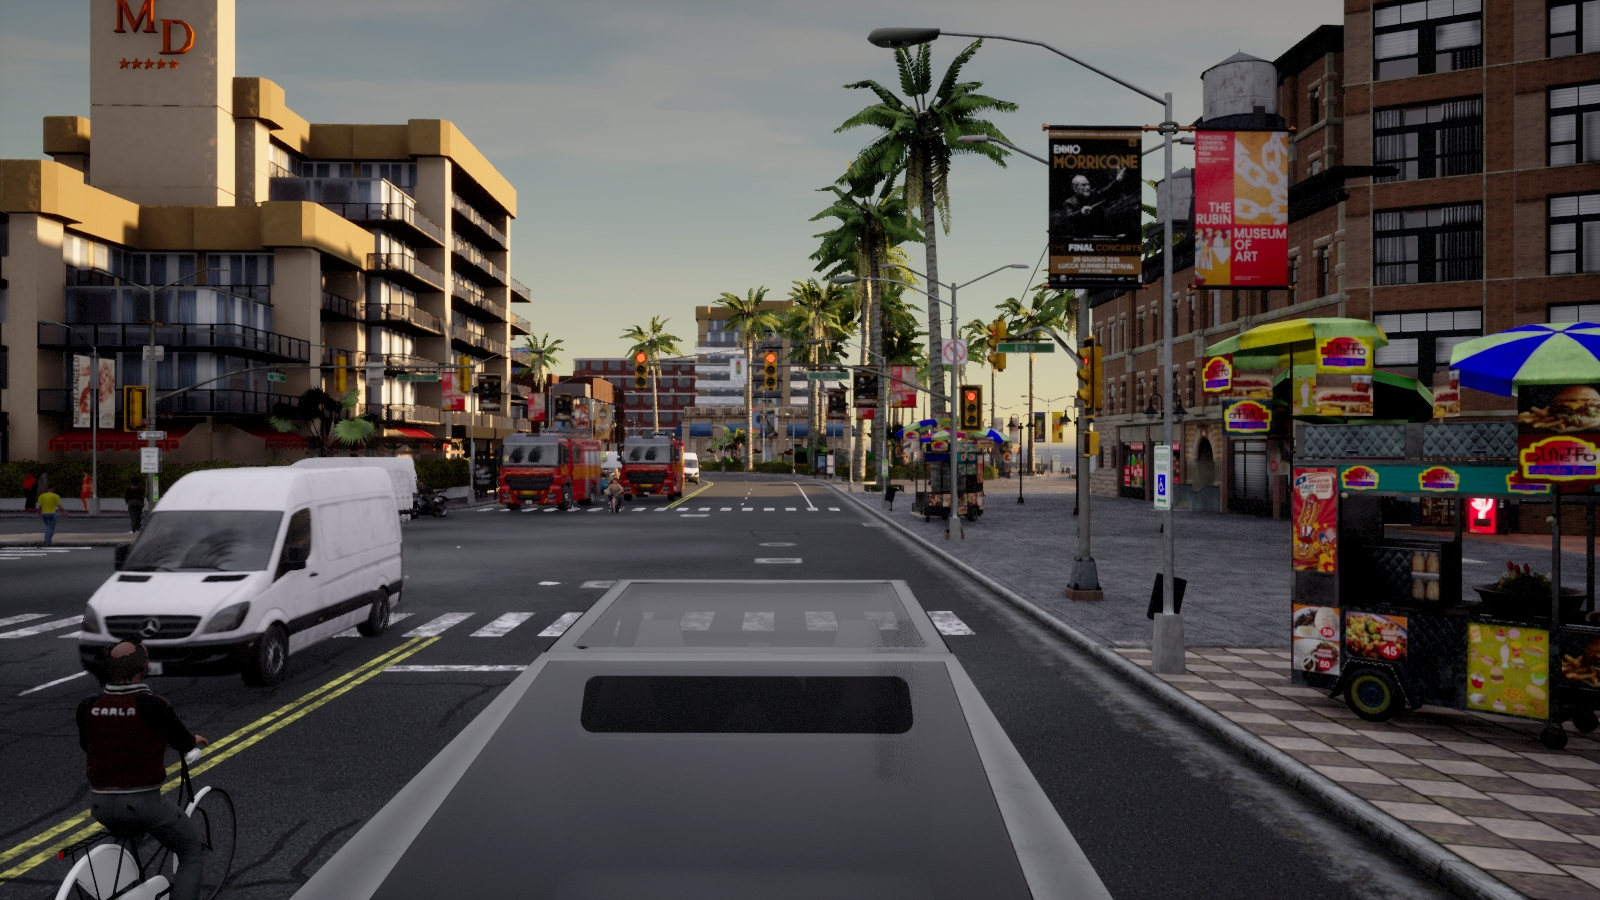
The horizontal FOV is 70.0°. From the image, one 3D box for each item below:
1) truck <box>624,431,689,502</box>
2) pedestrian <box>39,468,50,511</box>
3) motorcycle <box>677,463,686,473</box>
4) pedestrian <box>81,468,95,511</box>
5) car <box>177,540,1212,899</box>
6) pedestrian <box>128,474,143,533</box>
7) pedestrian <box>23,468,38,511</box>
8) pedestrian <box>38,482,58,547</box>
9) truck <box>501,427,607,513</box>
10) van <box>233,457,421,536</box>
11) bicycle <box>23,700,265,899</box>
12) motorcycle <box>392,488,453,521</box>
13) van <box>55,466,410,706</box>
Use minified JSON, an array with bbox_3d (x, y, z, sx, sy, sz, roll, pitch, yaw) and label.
[{"bbox_3d":[-8.113,0.890,65.657,2.891,3.827,8.468,0,0,-1],"label":"truck"},{"bbox_3d":[-32.486,1.696,49.120,0.375,1.860,0.375,0,0,-29],"label":"pedestrian"},{"bbox_3d":[-14.193,2.181,136.732,0.856,1.236,1.805,0,0,-1],"label":"motorcycle"},{"bbox_3d":[-30.714,1.696,49.321,0.375,1.860,0.375,0,0,-2],"label":"pedestrian"},{"bbox_3d":[-0.214,1.754,5.773,2.390,2.098,6.274,0,0,1],"label":"car"},{"bbox_3d":[-21.289,1.708,36.593,0.375,1.860,0.375,0,0,-23],"label":"pedestrian"},{"bbox_3d":[-33.168,1.696,49.247,0.375,1.860,0.375,0,0,-6],"label":"pedestrian"},{"bbox_3d":[-21.661,1.849,32.918,0.375,1.860,0.375,0,0,-12],"label":"pedestrian"},{"bbox_3d":[-11.743,0.890,55.369,2.891,3.827,8.468,0,0,3],"label":"truck"},{"bbox_3d":[-16.446,1.535,39.816,5.915,2.561,1.988,0,0,-27],"label":"van"},{"bbox_3d":[-3.625,2.210,6.485,0.329,1.171,1.835,0,0,0],"label":"bicycle"},{"bbox_3d":[-15.407,2.205,46.670,0.867,1.251,2.209,0,0,40],"label":"motorcycle"},{"bbox_3d":[-7.252,1.534,15.533,1.988,2.561,5.915,0,0,-1],"label":"van"}]
